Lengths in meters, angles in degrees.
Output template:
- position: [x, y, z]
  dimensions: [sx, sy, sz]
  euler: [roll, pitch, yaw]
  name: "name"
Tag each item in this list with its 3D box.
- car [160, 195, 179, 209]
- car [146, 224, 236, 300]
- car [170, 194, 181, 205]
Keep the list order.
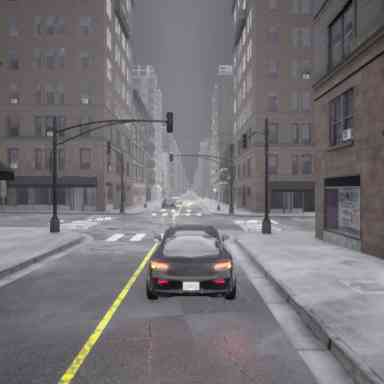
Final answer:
- position: [-3.195, 1.564, 45.800]
  dimensions: [1.837, 1.490, 4.892]
  euler: [0, 0, 0]
  name: "car"
- position: [-0.012, 1.527, 8.280]
  dimensions: [1.812, 1.442, 4.674]
  euler: [0, 0, 0]
  name: "car"
- position: [-3.192, 1.315, 62.401]
  dimensions: [2.150, 2.045, 5.566]
  euler: [0, 0, 0]
  name: "car"
